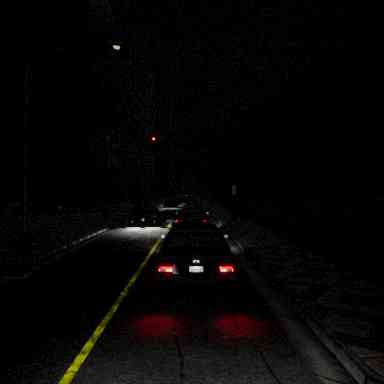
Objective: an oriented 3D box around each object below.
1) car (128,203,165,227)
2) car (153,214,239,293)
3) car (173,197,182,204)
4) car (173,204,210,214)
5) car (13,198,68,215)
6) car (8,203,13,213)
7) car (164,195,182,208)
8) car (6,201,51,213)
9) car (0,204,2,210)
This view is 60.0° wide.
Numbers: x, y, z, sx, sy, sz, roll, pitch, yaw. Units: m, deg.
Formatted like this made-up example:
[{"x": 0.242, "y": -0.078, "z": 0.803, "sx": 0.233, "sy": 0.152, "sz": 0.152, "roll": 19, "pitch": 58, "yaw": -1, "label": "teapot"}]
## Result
[{"x": -3.186, "y": 1.585, "z": 23.178, "sx": 1.994, "sy": 1.385, "sz": 4.181, "roll": 0, "pitch": 0, "yaw": -2, "label": "car"}, {"x": 0.073, "y": 1.552, "z": 8.993, "sx": 2.033, "sy": 1.411, "sz": 5.357, "roll": 0, "pitch": 0, "yaw": 0, "label": "car"}, {"x": -3.116, "y": 1.708, "z": 71.169, "sx": 1.812, "sy": 1.442, "sz": 4.674, "roll": 0, "pitch": 0, "yaw": 0, "label": "car"}, {"x": 0.002, "y": 1.577, "z": 18.298, "sx": 1.994, "sy": 1.385, "sz": 4.181, "roll": 0, "pitch": 0, "yaw": 1, "label": "car"}, {"x": -13.593, "y": 1.380, "z": 30.495, "sx": 4.097, "sy": 1.590, "sz": 1.967, "roll": 0, "pitch": -2, "yaw": -1, "label": "car"}, {"x": -15.550, "y": 1.489, "z": 33.150, "sx": 5.008, "sy": 1.535, "sz": 1.882, "roll": 0, "pitch": -2, "yaw": 0, "label": "car"}, {"x": -3.139, "y": 1.646, "z": 51.422, "sx": 2.033, "sy": 1.411, "sz": 5.357, "roll": 0, "pitch": 0, "yaw": 3, "label": "car"}, {"x": -19.072, "y": 1.735, "z": 38.997, "sx": 4.313, "sy": 1.339, "sz": 1.947, "roll": 0, "pitch": -1, "yaw": 0, "label": "car"}, {"x": -24.559, "y": 1.754, "z": 38.980, "sx": 4.206, "sy": 1.307, "sz": 1.802, "roll": 0, "pitch": -1, "yaw": 0, "label": "car"}]
